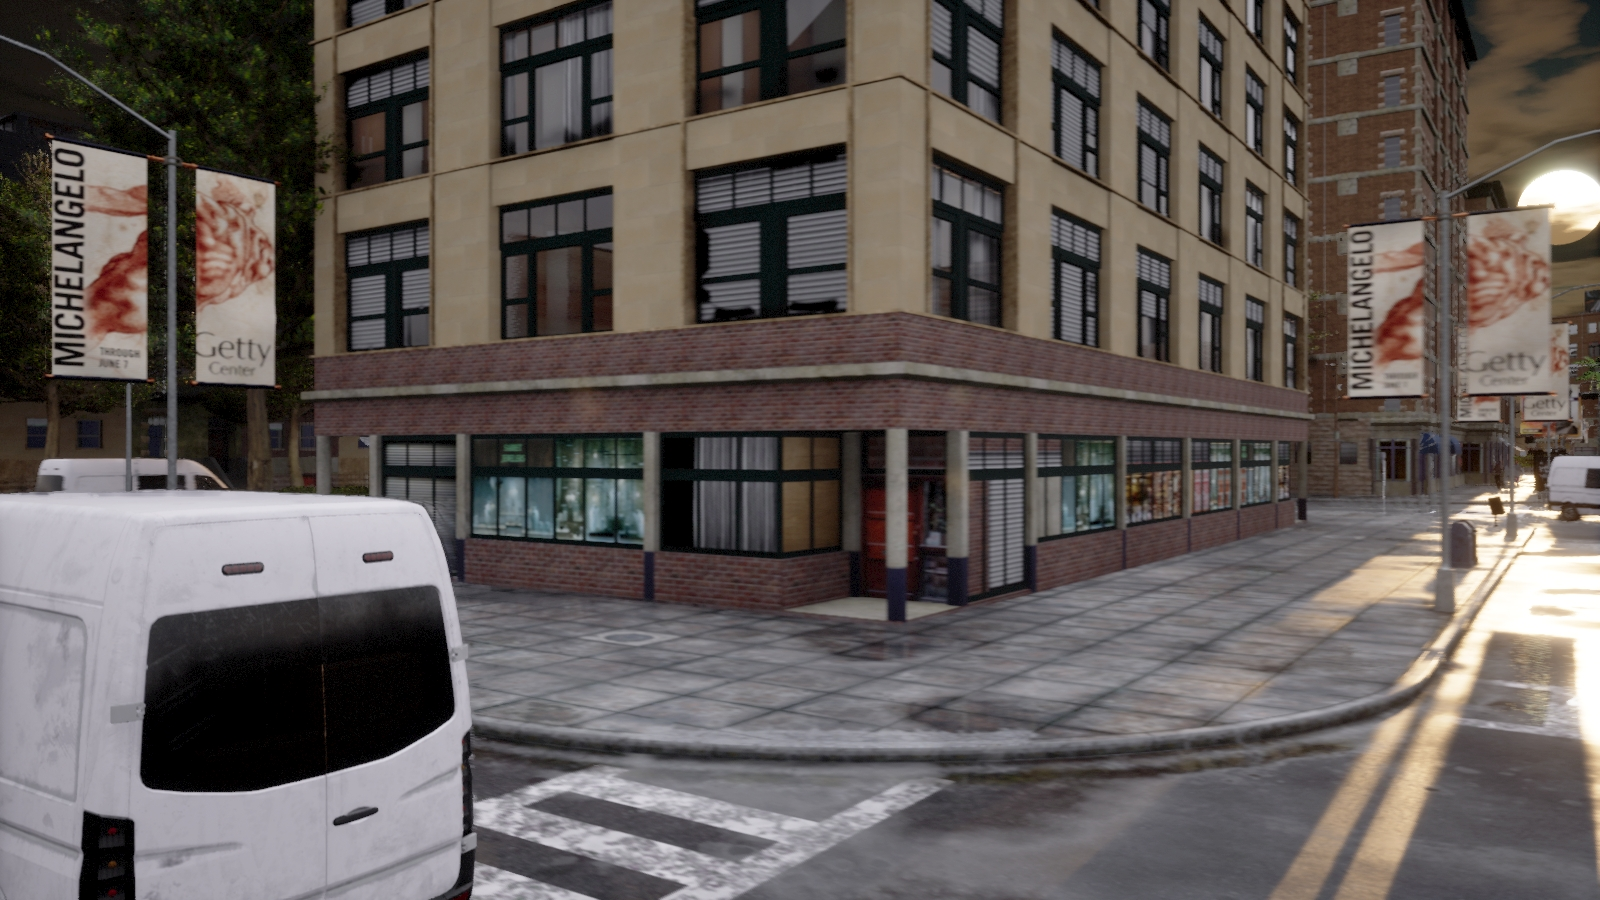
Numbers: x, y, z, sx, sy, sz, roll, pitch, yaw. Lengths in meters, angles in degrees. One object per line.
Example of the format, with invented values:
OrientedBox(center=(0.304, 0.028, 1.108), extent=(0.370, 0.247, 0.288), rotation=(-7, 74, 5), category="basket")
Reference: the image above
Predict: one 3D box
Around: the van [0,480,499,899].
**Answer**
OrientedBox(center=(-4.614, 1.533, 7.029), extent=(5.915, 2.561, 1.988), rotation=(0, 0, 35), category="van")

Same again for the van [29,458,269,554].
OrientedBox(center=(-19.071, 1.529, 33.823), extent=(1.988, 2.561, 5.915), rotation=(0, 0, 33), category="van")

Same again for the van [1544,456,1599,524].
OrientedBox(center=(31.591, 1.534, 43.584), extent=(1.988, 2.561, 5.915), rotation=(0, 0, -8), category="van")
